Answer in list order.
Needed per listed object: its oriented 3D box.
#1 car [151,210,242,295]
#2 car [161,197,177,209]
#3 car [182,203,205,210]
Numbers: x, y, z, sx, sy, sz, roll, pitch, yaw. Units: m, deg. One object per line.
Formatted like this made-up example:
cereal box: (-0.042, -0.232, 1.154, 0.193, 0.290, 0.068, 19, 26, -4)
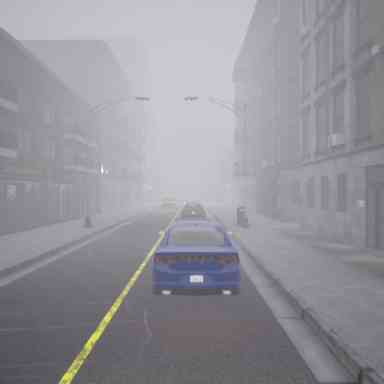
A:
car: (0.098, 1.478, 8.746, 1.882, 1.535, 5.008, 0, 0, 0)
car: (-3.040, 1.470, 44.959, 1.882, 1.535, 5.008, 0, 0, 1)
car: (0.095, 1.562, 27.800, 1.994, 1.385, 4.181, 0, 0, 0)
